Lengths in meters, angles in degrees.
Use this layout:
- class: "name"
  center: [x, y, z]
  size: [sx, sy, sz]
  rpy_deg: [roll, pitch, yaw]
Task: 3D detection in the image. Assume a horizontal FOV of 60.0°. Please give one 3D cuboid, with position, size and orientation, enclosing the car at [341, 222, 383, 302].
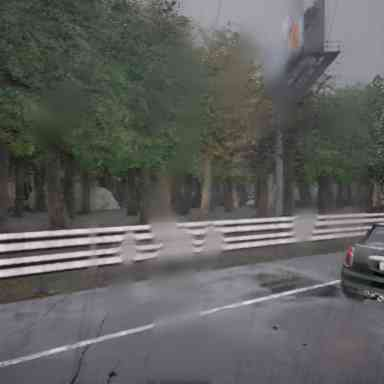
- class: "car"
  center: [5.244, 1.340, 6.916]
  size: [4.553, 1.767, 2.097]
  rpy_deg: [0, 0, -31]
